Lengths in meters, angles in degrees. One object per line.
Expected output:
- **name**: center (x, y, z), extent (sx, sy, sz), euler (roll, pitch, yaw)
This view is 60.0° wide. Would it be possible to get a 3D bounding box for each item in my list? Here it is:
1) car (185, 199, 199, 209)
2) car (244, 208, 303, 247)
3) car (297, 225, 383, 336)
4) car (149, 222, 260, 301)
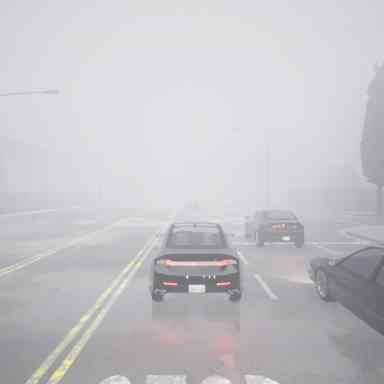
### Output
- **car**: center (0.005, 1.610, 44.120), extent (1.895, 1.301, 4.718), euler (0, 0, 0)
- **car**: center (3.566, 1.508, 15.002), extent (1.837, 1.490, 4.892), euler (0, 0, 0)
- **car**: center (3.589, 1.549, 5.256), extent (2.033, 1.411, 5.357), euler (0, 0, 0)
- **car**: center (0.082, 1.493, 8.302), extent (2.128, 1.511, 4.902), euler (0, 0, 0)
